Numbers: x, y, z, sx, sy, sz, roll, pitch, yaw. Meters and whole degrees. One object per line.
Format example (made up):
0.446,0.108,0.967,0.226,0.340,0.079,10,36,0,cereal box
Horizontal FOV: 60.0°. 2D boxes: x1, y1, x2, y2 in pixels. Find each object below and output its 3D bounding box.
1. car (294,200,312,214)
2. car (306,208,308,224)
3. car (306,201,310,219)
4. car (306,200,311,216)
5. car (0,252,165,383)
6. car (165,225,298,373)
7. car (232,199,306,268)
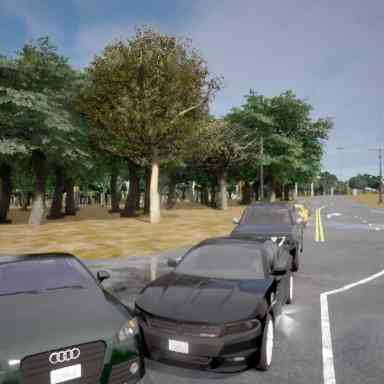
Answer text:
13.398,1.743,40.070,1.812,1.442,4.674,-1,0,21,car
5.125,1.772,18.242,1.895,1.301,4.718,-1,0,21,car
7.285,1.661,23.992,1.882,1.535,5.008,-1,0,21,car
9.354,1.721,29.493,1.812,1.442,4.674,-1,0,21,car
-2.294,1.642,4.914,1.994,1.385,4.181,1,-2,-33,car
0.754,1.612,6.206,1.882,1.535,5.008,-1,-2,21,car
2.887,1.458,12.343,2.150,2.045,5.566,-2,0,21,car
